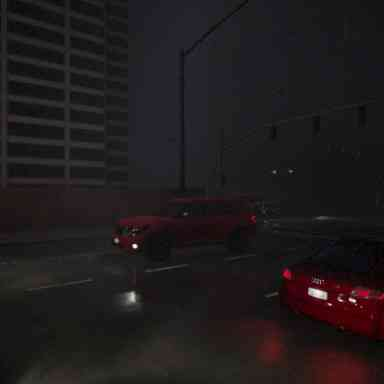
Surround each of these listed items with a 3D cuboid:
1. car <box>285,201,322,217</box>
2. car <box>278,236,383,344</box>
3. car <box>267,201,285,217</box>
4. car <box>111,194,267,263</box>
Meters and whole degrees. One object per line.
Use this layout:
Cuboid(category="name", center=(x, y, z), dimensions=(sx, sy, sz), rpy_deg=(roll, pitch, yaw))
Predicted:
Cuboid(category="car", center=(9.882, 1.564, 31.029), dimensions=(1.994, 1.385, 4.181), rpy_deg=(0, 0, -39))
Cuboid(category="car", center=(3.614, 1.564, 6.376), dimensions=(4.181, 1.385, 1.994), rpy_deg=(0, 0, -35))
Cuboid(category="car", center=(5.440, 1.221, 30.813), dimensions=(2.150, 2.045, 5.566), rpy_deg=(0, 0, -35))
Cuboid(category="car", center=(-0.116, 1.221, 12.305), dimensions=(5.566, 2.045, 2.150), rpy_deg=(0, 0, -33))
